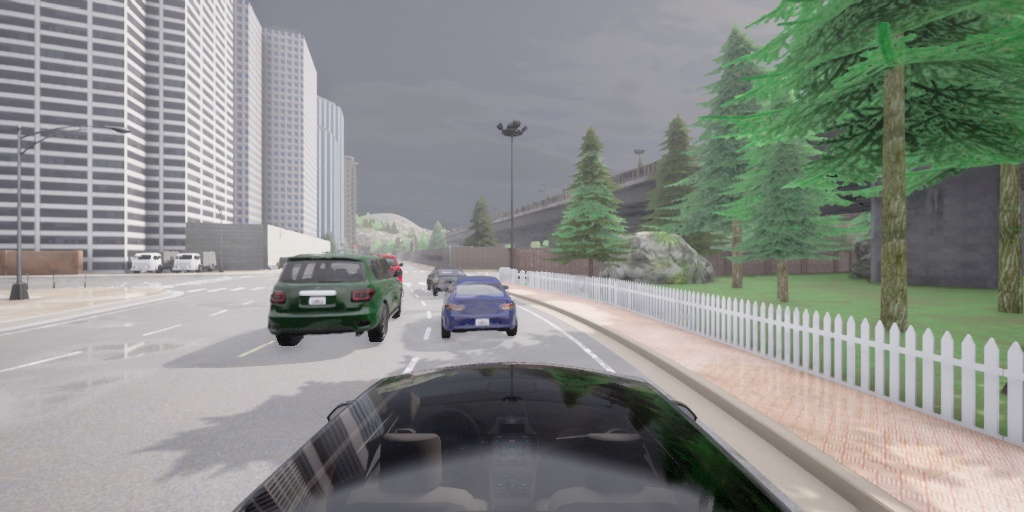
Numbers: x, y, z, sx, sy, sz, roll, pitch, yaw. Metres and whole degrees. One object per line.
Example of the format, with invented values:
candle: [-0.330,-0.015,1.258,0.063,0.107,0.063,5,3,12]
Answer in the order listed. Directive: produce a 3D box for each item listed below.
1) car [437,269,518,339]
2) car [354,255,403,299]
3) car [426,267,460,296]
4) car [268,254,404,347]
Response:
car: [-1.006,1.273,10.055,1.812,1.442,4.674,0,0,-9]
car: [-7.168,0.966,19.575,2.150,2.045,5.566,0,0,-18]
car: [-3.561,1.292,19.547,2.033,1.411,5.357,0,0,-18]
car: [-4.286,0.968,9.607,2.150,2.045,5.566,0,0,-11]
